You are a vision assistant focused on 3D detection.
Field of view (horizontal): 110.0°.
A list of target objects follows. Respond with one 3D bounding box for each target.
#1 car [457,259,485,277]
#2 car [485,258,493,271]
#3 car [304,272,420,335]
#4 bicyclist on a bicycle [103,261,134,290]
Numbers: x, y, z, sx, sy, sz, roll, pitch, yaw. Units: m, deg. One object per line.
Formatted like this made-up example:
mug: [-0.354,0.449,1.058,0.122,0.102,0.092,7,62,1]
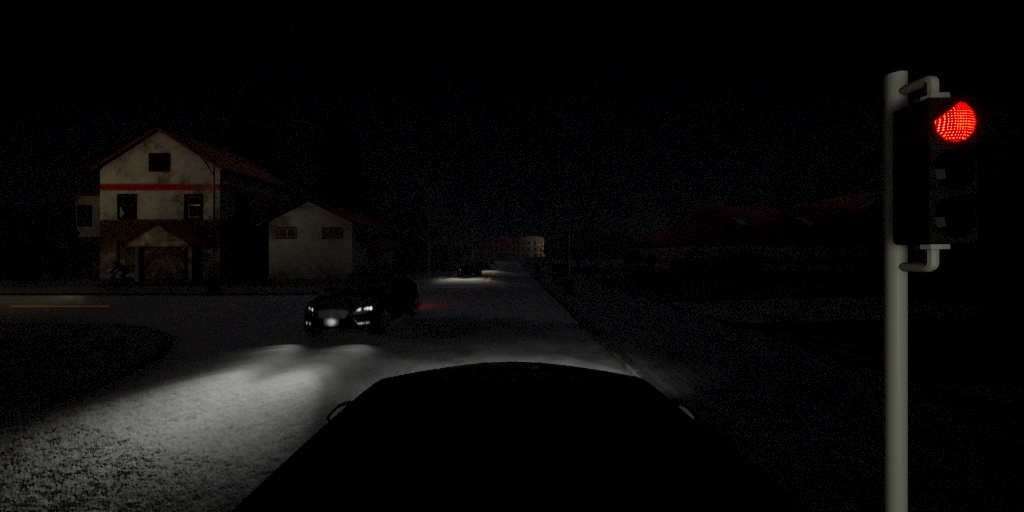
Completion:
car: [-4.112,1.228,35.353,1.882,1.535,5.008,0,0,2]
car: [-4.083,1.228,50.269,1.882,1.535,5.008,0,0,0]
car: [-4.099,1.241,10.576,2.128,1.511,4.902,0,0,0]
bicyclist on a bicycle: [-22.538,1.099,20.572,0.582,1.620,1.656,0,0,0]
